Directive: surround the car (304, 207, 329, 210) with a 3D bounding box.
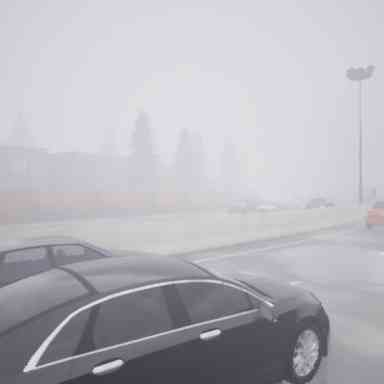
[{"bbox_3d":[11.738,1.292,30.789,2.097,1.767,4.553,0,0,37],"label":"car"}]

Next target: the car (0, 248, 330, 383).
[{"bbox_3d":[-0.391,1.509,3.699,4.892,1.490,1.837,0,0,-37],"label":"car"}]

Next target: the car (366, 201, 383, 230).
[{"bbox_3d":[12.120,1.289,19.973,2.097,1.767,4.553,0,0,42],"label":"car"}]

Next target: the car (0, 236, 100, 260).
[{"bbox_3d":[-2.681,1.564,6.268,5.357,1.411,2.033,0,0,-37],"label":"car"}]

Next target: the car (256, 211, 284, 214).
[{"bbox_3d":[7.649,1.489,31.168,1.812,1.442,4.674,0,0,38],"label":"car"}]
